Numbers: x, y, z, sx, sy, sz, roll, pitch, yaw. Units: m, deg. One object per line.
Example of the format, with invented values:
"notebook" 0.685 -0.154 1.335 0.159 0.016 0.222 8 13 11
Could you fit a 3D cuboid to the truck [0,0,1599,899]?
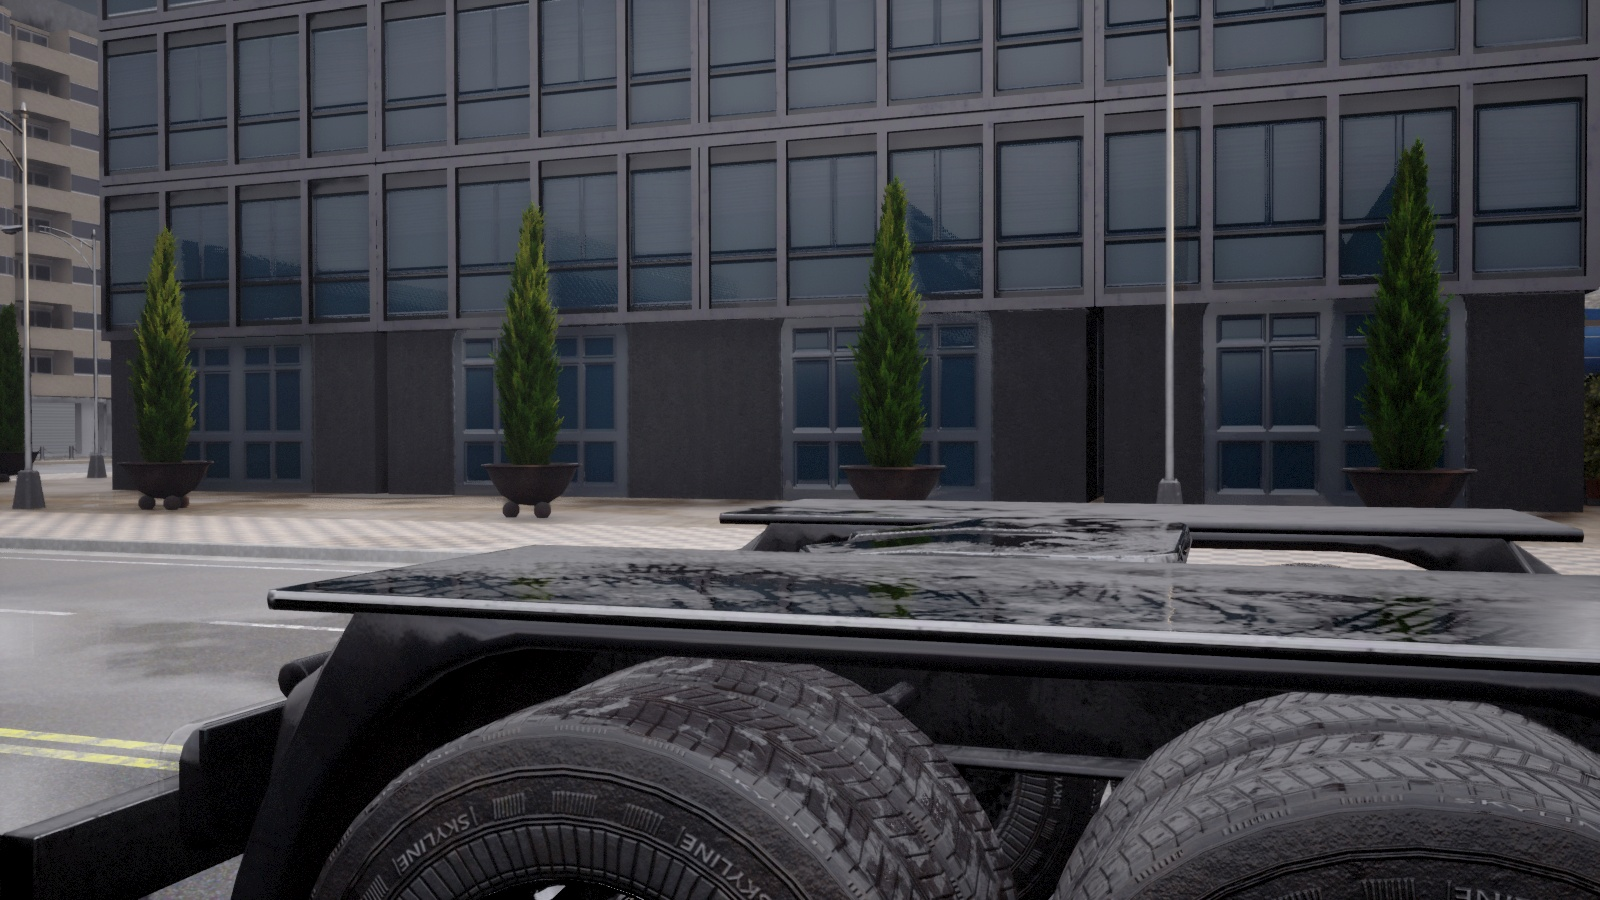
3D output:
"truck" 2.642 -0.182 2.289 7.936 3.462 2.891 1 1 19
